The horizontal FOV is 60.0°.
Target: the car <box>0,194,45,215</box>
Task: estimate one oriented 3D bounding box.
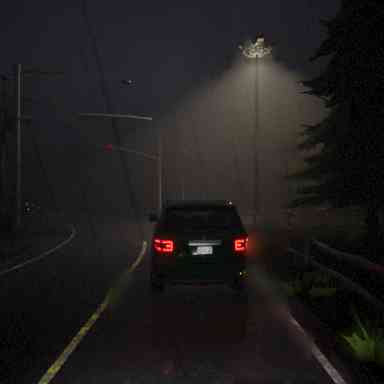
[{"bbox_3d":[-17.569,1.220,34.181,5.566,2.045,2.150,0,0,30],"label":"car"}]

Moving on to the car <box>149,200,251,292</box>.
[{"bbox_3d":[0.010,1.221,9.105,2.150,2.045,5.566,0,0,-5],"label":"car"}]

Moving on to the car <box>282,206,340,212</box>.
[{"bbox_3d":[10.708,1.626,30.182,4.718,1.301,1.895,0,0,0],"label":"car"}]
